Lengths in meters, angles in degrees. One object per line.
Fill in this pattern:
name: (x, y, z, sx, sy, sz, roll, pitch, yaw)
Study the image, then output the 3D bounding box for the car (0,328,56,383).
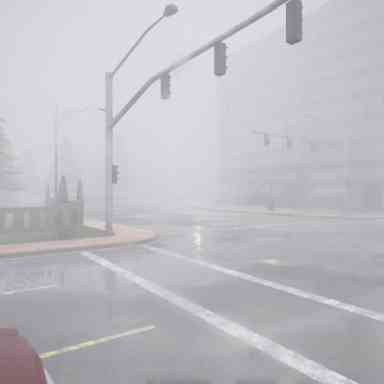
car: (-3.118, 1.601, 1.554, 4.718, 1.301, 1.895, 0, 0, -35)
